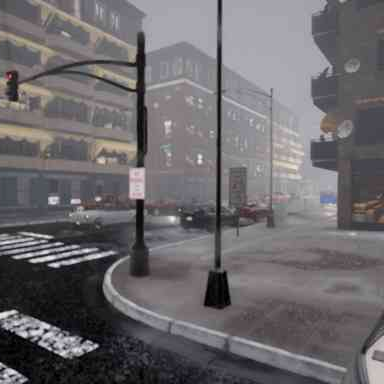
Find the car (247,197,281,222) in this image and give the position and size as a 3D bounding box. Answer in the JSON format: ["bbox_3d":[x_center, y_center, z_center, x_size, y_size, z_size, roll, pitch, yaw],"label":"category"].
[{"bbox_3d":[4.251,1.265,22.751,1.802,1.307,4.206,2,2,35],"label":"car"}]

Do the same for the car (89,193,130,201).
[{"bbox_3d":[-5.783,0.998,23.020,2.192,1.841,5.009,2,2,35],"label":"car"}]

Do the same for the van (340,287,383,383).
[{"bbox_3d":[2.559,1.344,1.043,3.998,1.788,1.690,0,1,35],"label":"van"}]

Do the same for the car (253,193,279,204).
[{"bbox_3d":[10.192,0.847,45.840,1.947,1.339,4.313,2,2,35],"label":"car"}]

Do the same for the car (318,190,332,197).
[{"bbox_3d":[29.364,0.345,73.218,1.887,1.381,4.507,2,2,35],"label":"car"}]

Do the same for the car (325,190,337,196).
[{"bbox_3d":[32.559,0.302,77.781,1.802,1.307,4.206,2,2,35],"label":"car"}]

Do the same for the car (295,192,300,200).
[{"bbox_3d":[16.582,0.686,54.966,1.947,1.339,4.313,2,2,35],"label":"car"}]

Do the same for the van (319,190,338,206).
[{"bbox_3d":[17.036,0.703,40.997,1.690,1.788,3.998,2,2,35],"label":"van"}]

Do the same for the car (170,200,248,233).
[{"bbox_3d":[1.056,1.330,18.188,1.947,1.339,4.313,2,2,35],"label":"car"}]

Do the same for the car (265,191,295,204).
[{"bbox_3d":[11.097,0.689,42.576,2.097,1.767,4.553,1,1,35],"label":"car"}]

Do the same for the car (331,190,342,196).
[{"bbox_3d":[35.754,0.222,82.344,1.802,1.307,4.206,2,2,35],"label":"car"}]

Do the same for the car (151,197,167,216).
[{"bbox_3d":[-2.590,1.147,27.589,1.887,1.381,4.507,2,2,35],"label":"car"}]

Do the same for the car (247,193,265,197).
[{"bbox_3d":[5.410,0.984,34.503,1.837,1.490,4.892,1,1,35],"label":"car"}]

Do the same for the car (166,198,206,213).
[{"bbox_3d":[0.173,1.174,27.055,1.994,1.385,4.181,1,1,34],"label":"car"}]

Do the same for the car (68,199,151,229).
[{"bbox_3d":[-4.905,1.340,19.779,1.895,1.301,4.718,1,1,35],"label":"car"}]
